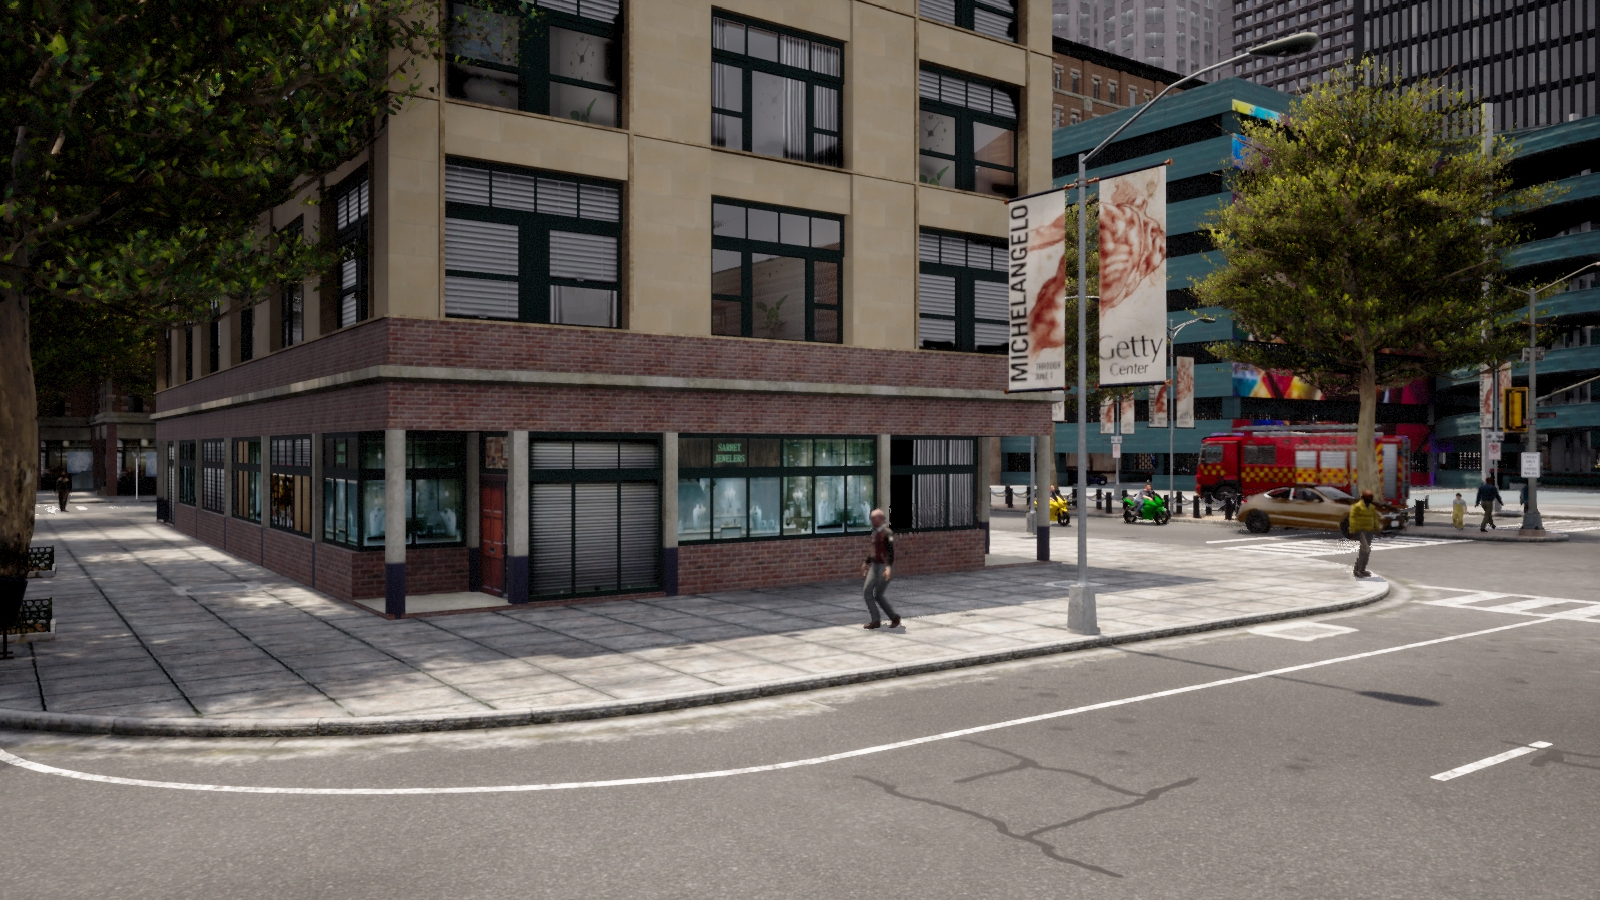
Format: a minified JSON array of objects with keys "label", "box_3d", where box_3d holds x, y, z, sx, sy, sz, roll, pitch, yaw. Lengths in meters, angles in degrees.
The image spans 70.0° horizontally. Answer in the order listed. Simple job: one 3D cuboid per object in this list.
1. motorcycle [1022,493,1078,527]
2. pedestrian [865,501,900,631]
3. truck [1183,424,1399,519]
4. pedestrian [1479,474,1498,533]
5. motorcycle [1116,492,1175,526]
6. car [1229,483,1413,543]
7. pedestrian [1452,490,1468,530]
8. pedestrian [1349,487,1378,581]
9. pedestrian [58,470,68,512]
[{"label":"motorcycle","box_3d":[9.194,2.200,42.117,0.803,1.145,2.033,0,0,-33]},{"label":"pedestrian","box_3d":[1.219,1.692,16.829,0.375,1.860,0.375,0,0,-28]},{"label":"truck","box_3d":[21.407,0.872,50.348,2.891,3.827,8.468,0,0,-36]},{"label":"pedestrian","box_3d":[21.860,1.688,36.266,0.375,1.860,0.375,0,0,-30]},{"label":"motorcycle","box_3d":[12.870,2.198,42.589,0.803,1.145,2.033,0,0,-35]},{"label":"car","box_3d":[16.790,1.979,37.061,2.152,1.651,5.027,0,0,-36]},{"label":"pedestrian","box_3d":[21.693,1.969,37.566,0.375,1.300,0.375,0,0,-45]},{"label":"pedestrian","box_3d":[11.383,1.689,23.095,0.375,1.860,0.375,0,0,-15]},{"label":"pedestrian","box_3d":[-33.065,1.847,51.265,0.375,1.860,0.375,0,0,-37]}]
